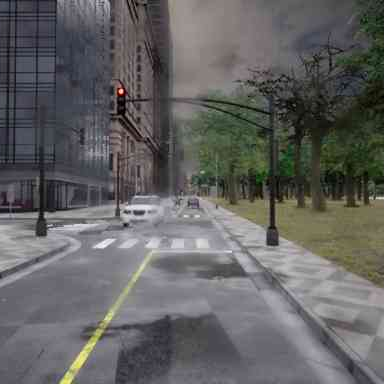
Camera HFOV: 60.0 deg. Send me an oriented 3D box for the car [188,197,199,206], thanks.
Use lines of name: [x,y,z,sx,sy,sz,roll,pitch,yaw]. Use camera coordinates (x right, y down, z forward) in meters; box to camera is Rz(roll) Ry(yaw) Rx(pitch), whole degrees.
car: [0.196,1.639,56.641,2.128,1.511,4.902,0,0,0]

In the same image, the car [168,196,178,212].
car: [-3.031,1.611,41.108,1.812,1.442,4.674,0,0,0]

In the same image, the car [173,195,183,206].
car: [-2.980,1.701,58.214,2.033,1.411,5.357,0,0,0]

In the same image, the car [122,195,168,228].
car: [-3.069,1.229,21.987,2.150,2.045,5.566,0,-1,0]
